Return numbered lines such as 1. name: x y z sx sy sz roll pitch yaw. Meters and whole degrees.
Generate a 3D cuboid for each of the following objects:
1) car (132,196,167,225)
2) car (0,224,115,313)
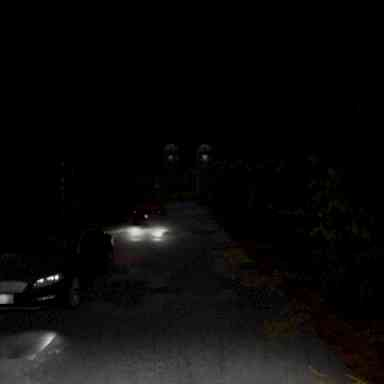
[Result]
1. car: -3.183 1.348 25.978 2.150 2.045 5.566 0 0 0
2. car: -3.215 1.580 8.115 2.128 1.511 4.902 0 -1 0
